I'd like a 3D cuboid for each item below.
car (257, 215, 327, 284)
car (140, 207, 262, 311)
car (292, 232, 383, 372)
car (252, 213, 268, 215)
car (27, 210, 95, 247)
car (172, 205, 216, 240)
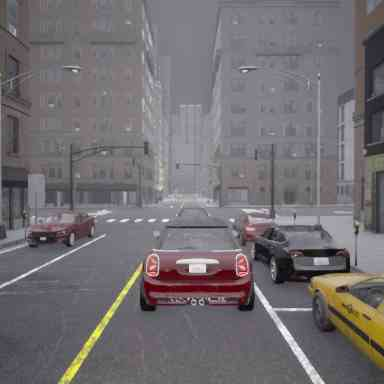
[{"bbox_3d":[2.850,1.565,9.413,1.947,1.339,4.313,-1,0,0],"label":"car"},{"bbox_3d":[0.087,1.352,7.918,2.097,1.767,4.553,0,0,0],"label":"car"},{"bbox_3d":[2.859,1.525,3.997,1.752,1.417,4.829,-1,0,0],"label":"car"},{"bbox_3d":[2.839,1.581,14.999,1.802,1.307,4.206,-1,0,0],"label":"car"},{"bbox_3d":[-5.706,1.544,14.981,1.887,1.381,4.507,-1,0,0],"label":"car"},{"bbox_3d":[0.065,1.546,18.156,2.033,1.411,5.357,0,0,0],"label":"car"}]
